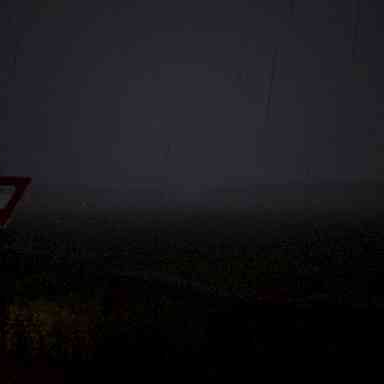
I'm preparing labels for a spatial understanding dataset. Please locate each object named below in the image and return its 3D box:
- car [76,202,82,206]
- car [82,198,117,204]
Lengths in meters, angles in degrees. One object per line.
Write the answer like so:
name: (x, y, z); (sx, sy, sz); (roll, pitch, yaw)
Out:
car: (-16.521, 1.819, 54.118); (2.097, 1.767, 4.553); (-1, 0, 36)
car: (-14.031, 1.992, 52.269); (2.033, 1.411, 5.357); (-1, 0, 36)
